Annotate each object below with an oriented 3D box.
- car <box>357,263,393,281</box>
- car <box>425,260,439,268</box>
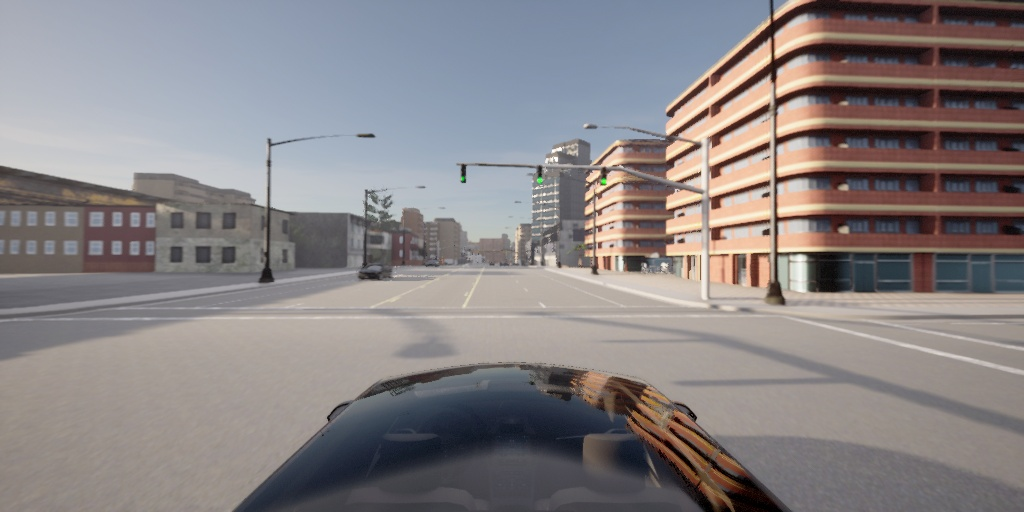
[{"bbox_3d":[-11.875,1.377,31.395,1.882,1.535,5.008,0,1,-4],"label":"car"},{"bbox_3d":[-13.707,1.307,61.623,1.994,1.385,4.181,0,0,-3],"label":"car"}]
